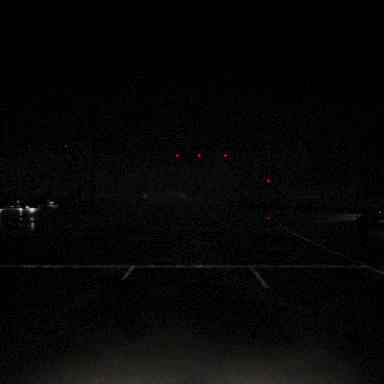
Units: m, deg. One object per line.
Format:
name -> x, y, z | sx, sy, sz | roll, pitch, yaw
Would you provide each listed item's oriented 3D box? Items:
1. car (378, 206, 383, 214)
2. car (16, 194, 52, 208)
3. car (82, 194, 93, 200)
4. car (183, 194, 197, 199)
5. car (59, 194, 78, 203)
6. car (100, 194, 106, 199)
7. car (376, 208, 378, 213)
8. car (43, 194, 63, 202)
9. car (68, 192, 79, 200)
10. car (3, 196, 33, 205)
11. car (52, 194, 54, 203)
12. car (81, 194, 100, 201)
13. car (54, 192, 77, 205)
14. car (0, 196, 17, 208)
car -> 17.652, 1.260, 26.037 | 4.553, 1.767, 2.097 | 0, 0, 6
car -> -21.119, 1.330, 44.764 | 1.837, 1.490, 4.892 | 0, 0, 0
car -> -26.108, 1.251, 83.276 | 1.895, 1.301, 4.718 | 0, 0, -10
car -> -0.158, 1.201, 94.634 | 1.895, 1.301, 4.718 | 0, 0, -18
car -> -24.534, 1.256, 66.277 | 2.128, 1.511, 4.902 | 0, 0, 0
car -> -22.371, 1.185, 82.510 | 2.128, 1.511, 4.902 | 0, 0, -10
car -> 19.460, 1.441, 29.460 | 5.357, 1.411, 2.033 | 0, 0, 7
car -> -28.037, 1.252, 67.283 | 2.128, 1.511, 4.902 | 0, 0, 0
car -> -29.862, 1.007, 83.997 | 2.097, 1.767, 4.553 | 0, 0, -14
car -> -28.094, 1.333, 53.940 | 2.033, 1.411, 5.357 | 0, 0, 1
car -> -24.608, 1.140, 53.309 | 2.097, 1.767, 4.553 | 0, 0, 0
car -> -21.034, 1.250, 67.677 | 2.128, 1.511, 4.902 | 0, 0, 0
car -> -21.104, 1.000, 55.315 | 2.150, 2.045, 5.566 | 0, 0, 0
car -> -24.618, 1.336, 43.492 | 1.837, 1.490, 4.892 | 0, 0, 0
